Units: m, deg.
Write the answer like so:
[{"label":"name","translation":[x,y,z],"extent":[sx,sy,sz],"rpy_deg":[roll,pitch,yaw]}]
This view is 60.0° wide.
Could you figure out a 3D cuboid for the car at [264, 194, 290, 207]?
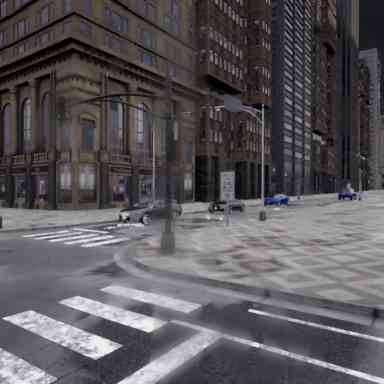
[{"label":"car","translation":[10.088,0.931,39.657],"extent":[1.882,1.535,5.008],"rpy_deg":[0,1,36]}]

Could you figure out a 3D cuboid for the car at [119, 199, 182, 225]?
[{"label":"car","translation":[-2.629,1.237,21.901],"extent":[2.128,1.511,4.902],"rpy_deg":[0,1,36]}]

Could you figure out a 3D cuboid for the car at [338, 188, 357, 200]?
[{"label":"car","translation":[27.031,0.362,57.856],"extent":[2.150,2.045,5.566],"rpy_deg":[0,1,36]}]

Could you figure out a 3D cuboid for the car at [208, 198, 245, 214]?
[{"label":"car","translation":[3.174,1.176,30.021],"extent":[1.994,1.385,4.181],"rpy_deg":[0,1,35]}]
